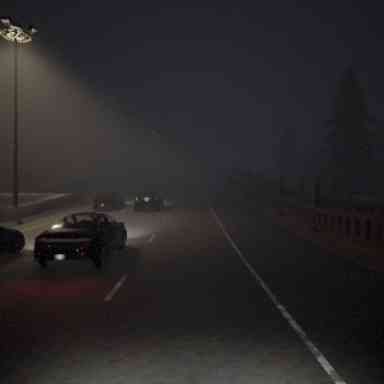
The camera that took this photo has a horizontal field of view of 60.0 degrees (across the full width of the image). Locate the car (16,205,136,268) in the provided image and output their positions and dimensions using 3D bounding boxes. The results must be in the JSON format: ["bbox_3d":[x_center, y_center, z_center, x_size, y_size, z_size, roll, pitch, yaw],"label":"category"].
[{"bbox_3d":[-3.471,1.449,11.152,2.128,1.511,4.902,0,1,0],"label":"car"}]

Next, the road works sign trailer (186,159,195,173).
[{"bbox_3d":[-0.402,-6.852,86.422,2.380,3.560,2.880,0,5,3],"label":"road works sign trailer"}]

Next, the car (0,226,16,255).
[{"bbox_3d":[-6.972,1.499,10.105,1.812,1.442,4.674,0,1,0],"label":"car"}]

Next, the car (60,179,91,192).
[{"bbox_3d":[-14.307,-0.894,42.114,2.128,1.511,4.902,0,7,0],"label":"car"}]

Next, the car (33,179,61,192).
[{"bbox_3d":[-17.806,-0.863,42.122,1.812,1.442,4.674,0,7,0],"label":"car"}]

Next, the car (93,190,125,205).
[{"bbox_3d":[-7.058,0.567,28.619,1.837,1.490,4.892,0,5,0],"label":"car"}]

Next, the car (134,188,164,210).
[{"bbox_3d":[-3.558,0.448,28.193,2.097,1.767,4.553,0,5,0],"label":"car"}]

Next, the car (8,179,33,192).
[{"bbox_3d":[-21.305,-0.883,42.091,1.837,1.490,4.892,0,7,0],"label":"car"}]
